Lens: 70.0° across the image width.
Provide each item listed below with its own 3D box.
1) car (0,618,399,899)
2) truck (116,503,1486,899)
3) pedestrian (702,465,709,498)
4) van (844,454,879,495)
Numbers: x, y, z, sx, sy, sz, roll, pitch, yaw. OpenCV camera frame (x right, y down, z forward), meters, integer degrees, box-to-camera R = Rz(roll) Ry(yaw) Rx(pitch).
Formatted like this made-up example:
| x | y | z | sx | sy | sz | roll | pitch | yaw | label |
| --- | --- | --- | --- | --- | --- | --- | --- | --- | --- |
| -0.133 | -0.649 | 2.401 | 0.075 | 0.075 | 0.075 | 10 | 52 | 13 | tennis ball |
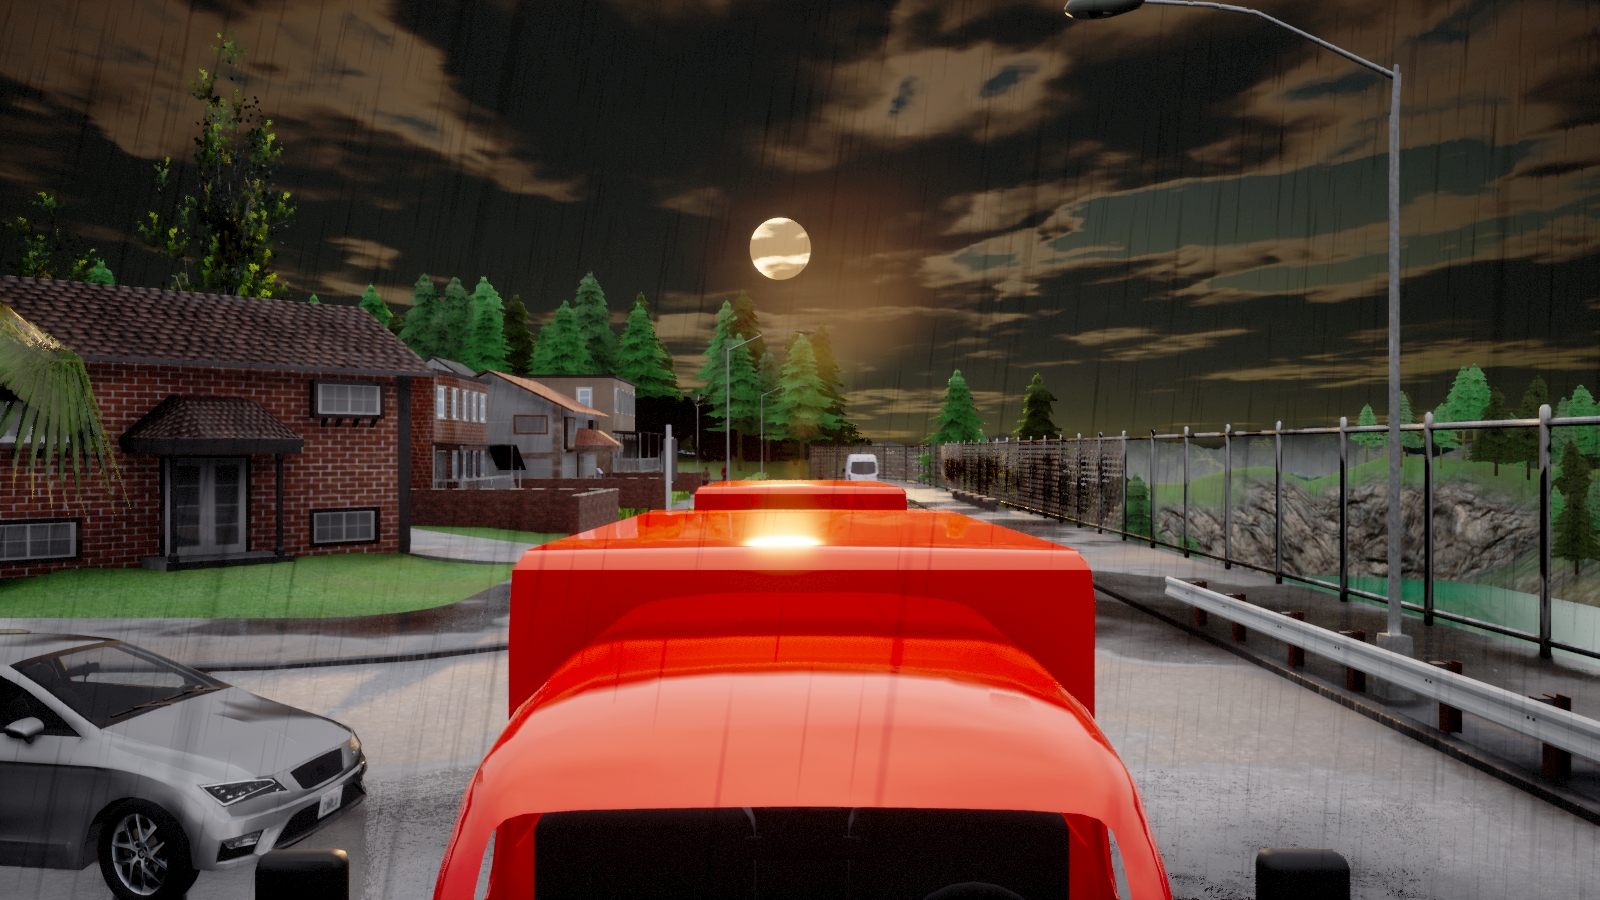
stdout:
| x | y | z | sx | sy | sz | roll | pitch | yaw | label |
| --- | --- | --- | --- | --- | --- | --- | --- | --- | --- |
| -5.218 | 2.069 | 7.982 | 4.193 | 1.474 | 1.816 | 0 | 0 | 8 | car |
| 0.003 | 1.571 | 4.792 | 2.627 | 2.467 | 5.204 | 0 | 0 | 0 | truck |
| -5.295 | 1.771 | 64.031 | 0.375 | 1.860 | 0.375 | 0 | 0 | 0 | pedestrian |
| 3.991 | 1.564 | 75.181 | 1.988 | 2.561 | 5.915 | 0 | 0 | 0 | van |
